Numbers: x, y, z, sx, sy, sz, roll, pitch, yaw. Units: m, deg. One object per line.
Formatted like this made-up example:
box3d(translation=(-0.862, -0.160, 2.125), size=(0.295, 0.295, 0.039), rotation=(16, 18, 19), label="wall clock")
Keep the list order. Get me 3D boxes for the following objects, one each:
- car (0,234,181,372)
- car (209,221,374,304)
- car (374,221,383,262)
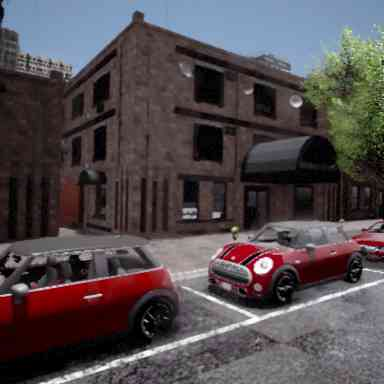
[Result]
box3d(translation=(-2.262, 1.445, 4.888), size=(4.097, 1.590, 1.967), rotation=(0, 1, -35), label="car")
box3d(translation=(2.367, 1.481, 8.193), size=(4.097, 1.590, 1.967), rotation=(0, 1, -35), label="car")
box3d(translation=(6.993, 1.658, 11.497), size=(4.206, 1.307, 1.802), rotation=(0, 1, -35), label="car")
